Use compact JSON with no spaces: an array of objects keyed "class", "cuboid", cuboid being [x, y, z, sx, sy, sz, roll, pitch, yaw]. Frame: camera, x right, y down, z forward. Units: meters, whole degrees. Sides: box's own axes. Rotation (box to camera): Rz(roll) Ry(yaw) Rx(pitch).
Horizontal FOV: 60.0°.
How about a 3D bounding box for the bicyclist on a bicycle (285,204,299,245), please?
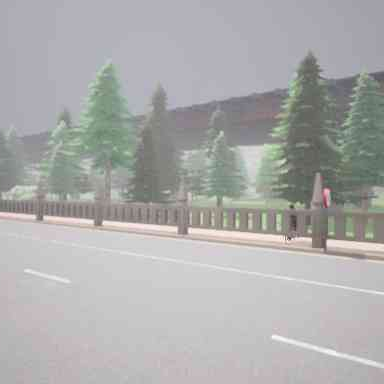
[{"class":"bicyclist on a bicycle","cuboid":[4.118,1.320,13.594,0.582,1.620,1.656,1,-3,35]}]
